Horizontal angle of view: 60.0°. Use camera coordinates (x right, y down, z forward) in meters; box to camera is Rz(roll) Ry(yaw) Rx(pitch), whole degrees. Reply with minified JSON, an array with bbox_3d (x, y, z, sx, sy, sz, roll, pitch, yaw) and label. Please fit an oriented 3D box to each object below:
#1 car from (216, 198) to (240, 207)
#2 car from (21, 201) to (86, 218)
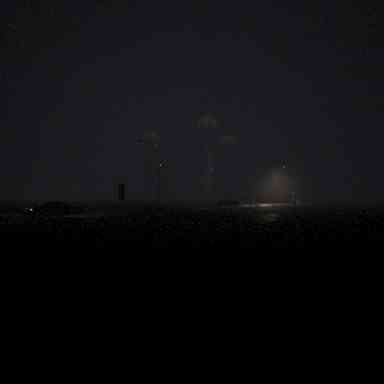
[{"bbox_3d":[5.956,1.670,55.039,2.033,1.411,5.357,1,0,36],"label":"car"},{"bbox_3d":[-12.252,1.505,29.733,2.033,1.411,5.357,1,0,38],"label":"car"}]
